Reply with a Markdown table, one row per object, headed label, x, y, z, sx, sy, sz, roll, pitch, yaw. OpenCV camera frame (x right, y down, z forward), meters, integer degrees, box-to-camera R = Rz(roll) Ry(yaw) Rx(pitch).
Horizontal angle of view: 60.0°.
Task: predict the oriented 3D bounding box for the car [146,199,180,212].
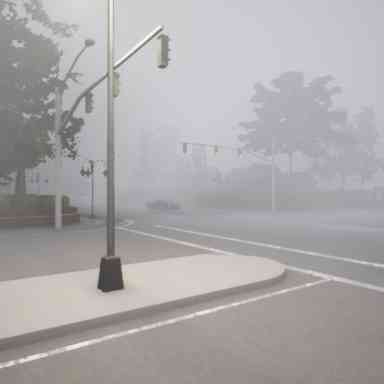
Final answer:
| label | x | y | z | sx | sy | sz | roll | pitch | yaw |
| --- | --- | --- | --- | --- | --- | --- | --- | --- | --- |
| car | -3.462 | 1.541 | 39.311 | 2.033 | 1.411 | 5.357 | 0 | 0 | -36 |
